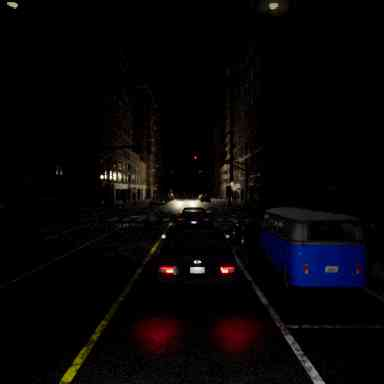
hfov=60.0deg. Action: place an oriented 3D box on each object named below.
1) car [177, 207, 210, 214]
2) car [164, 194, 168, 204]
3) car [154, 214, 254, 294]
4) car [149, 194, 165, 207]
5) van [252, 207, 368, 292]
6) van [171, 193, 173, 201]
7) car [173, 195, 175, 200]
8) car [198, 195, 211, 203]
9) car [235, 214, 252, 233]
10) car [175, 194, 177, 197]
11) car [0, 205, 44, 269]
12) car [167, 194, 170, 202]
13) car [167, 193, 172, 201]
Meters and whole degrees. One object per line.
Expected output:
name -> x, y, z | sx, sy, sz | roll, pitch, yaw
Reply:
car -> 0.093, 1.557, 19.220 | 1.994, 1.385, 4.181 | 0, 0, 0
car -> -5.694, 1.516, 57.727 | 2.008, 1.369, 4.403 | 0, 0, 0
car -> 0.097, 1.546, 8.900 | 2.033, 1.411, 5.357 | 0, 0, 0
car -> -5.692, 1.493, 52.106 | 1.752, 1.417, 4.829 | 0, 0, 0
van -> 2.852, 1.339, 8.631 | 1.690, 1.788, 3.998 | 0, 0, 0
van -> -5.702, 1.305, 74.079 | 1.690, 1.788, 3.998 | 0, 0, 0
car -> -5.704, 1.516, 79.530 | 2.008, 1.369, 4.403 | 0, 0, 0
car -> 2.825, 1.404, 68.668 | 1.967, 1.590, 4.097 | 0, 0, 0
car -> 2.850, 1.562, 14.292 | 1.947, 1.339, 4.313 | 0, 0, 0
car -> -5.707, 1.282, 84.981 | 2.192, 1.841, 5.009 | 0, 0, 0
car -> -5.673, 1.313, 8.588 | 2.192, 1.841, 5.009 | 0, 0, 0
car -> -5.697, 1.509, 63.178 | 1.887, 1.381, 4.507 | 0, 0, 0
car -> -5.699, 1.508, 68.629 | 1.887, 1.381, 4.507 | 0, 0, 0
